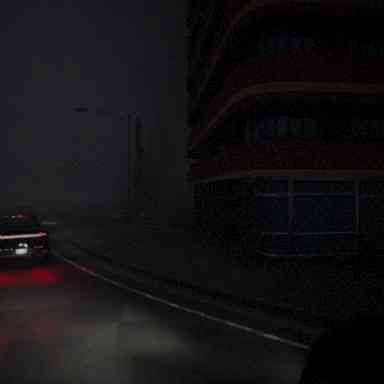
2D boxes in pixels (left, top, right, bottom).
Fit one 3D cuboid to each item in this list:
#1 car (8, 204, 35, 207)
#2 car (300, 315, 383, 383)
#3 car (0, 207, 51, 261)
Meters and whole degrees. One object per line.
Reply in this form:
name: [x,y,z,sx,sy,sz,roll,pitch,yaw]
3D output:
car: [-10.219,1.505,20.056,1.837,1.490,4.892,0,0,-20]
car: [3.158,1.491,1.878,4.902,1.511,2.128,0,0,34]
car: [-6.268,1.491,11.562,2.128,1.511,4.902,0,0,-34]
